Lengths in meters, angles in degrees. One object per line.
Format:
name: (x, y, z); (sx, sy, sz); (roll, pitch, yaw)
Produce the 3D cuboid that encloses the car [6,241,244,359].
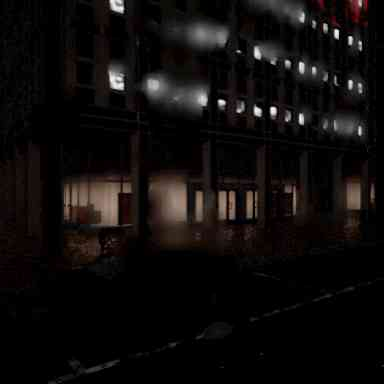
car: (-0.902, 1.582, 5.916); (4.206, 1.307, 1.802); (0, 0, -35)
